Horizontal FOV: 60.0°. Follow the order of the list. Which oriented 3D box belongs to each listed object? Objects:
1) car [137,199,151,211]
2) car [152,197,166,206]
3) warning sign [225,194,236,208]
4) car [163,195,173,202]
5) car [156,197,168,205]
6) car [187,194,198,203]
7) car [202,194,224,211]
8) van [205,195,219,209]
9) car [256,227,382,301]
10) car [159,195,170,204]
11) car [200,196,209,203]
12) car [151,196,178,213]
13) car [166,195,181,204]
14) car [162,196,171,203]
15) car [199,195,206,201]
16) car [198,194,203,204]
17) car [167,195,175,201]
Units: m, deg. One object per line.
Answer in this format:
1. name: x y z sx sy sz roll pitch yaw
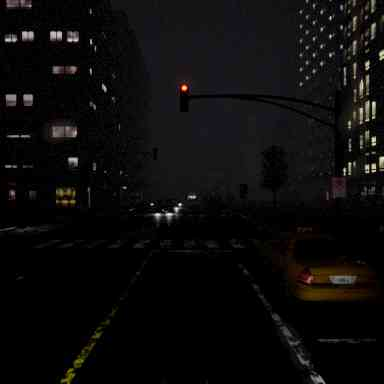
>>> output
1. car: -5.659 1.567 40.482 2.008 1.369 4.403 0 0 0
2. car: -5.646 1.588 57.062 2.008 1.369 4.403 0 0 0
3. warning sign: 5.109 1.135 43.730 1.300 1.860 1.060 0 0 0
4. car: -5.629 1.516 79.168 1.967 1.590 4.097 0 0 0
5. car: -5.642 1.591 62.587 1.887 1.381 4.507 0 0 0
6. car: 0.145 1.660 70.134 1.895 1.301 4.718 0 0 0
7. car: 2.720 1.332 40.475 2.192 1.841 5.009 0 0 0
8. van: 2.724 1.363 46.001 1.690 1.788 3.998 0 0 0
9. car: 2.694 1.526 8.232 1.752 1.417 4.829 0 0 0
10. car: -5.638 1.496 68.115 1.967 1.590 4.097 0 0 0
11. car: 2.747 1.611 73.635 1.887 1.381 4.507 0 0 0
12. car: -3.068 1.562 38.151 2.033 1.411 5.357 0 0 0
13. car: -3.058 1.554 50.470 1.812 1.442 4.674 0 0 -1
14. car: -5.633 1.648 73.642 1.802 1.307 4.206 0 0 0
15. car: 2.761 1.624 90.385 1.752 1.417 4.829 0 0 0
16. car: 2.737 1.361 62.581 2.192 1.841 5.009 0 0 0
17. car: -5.619 1.624 90.052 1.752 1.417 4.829 0 0 0
